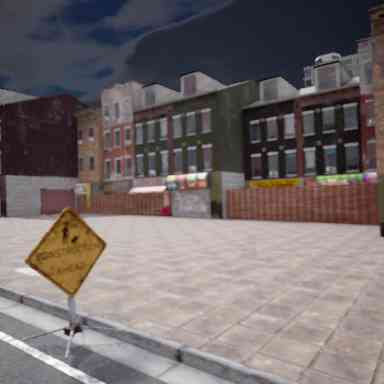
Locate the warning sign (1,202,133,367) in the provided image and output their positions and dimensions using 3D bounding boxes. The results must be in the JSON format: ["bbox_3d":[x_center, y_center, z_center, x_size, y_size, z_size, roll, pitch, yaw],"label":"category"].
[{"bbox_3d":[-1.735,1.125,4.729,1.060,1.860,1.300,-3,0,35],"label":"warning sign"}]
